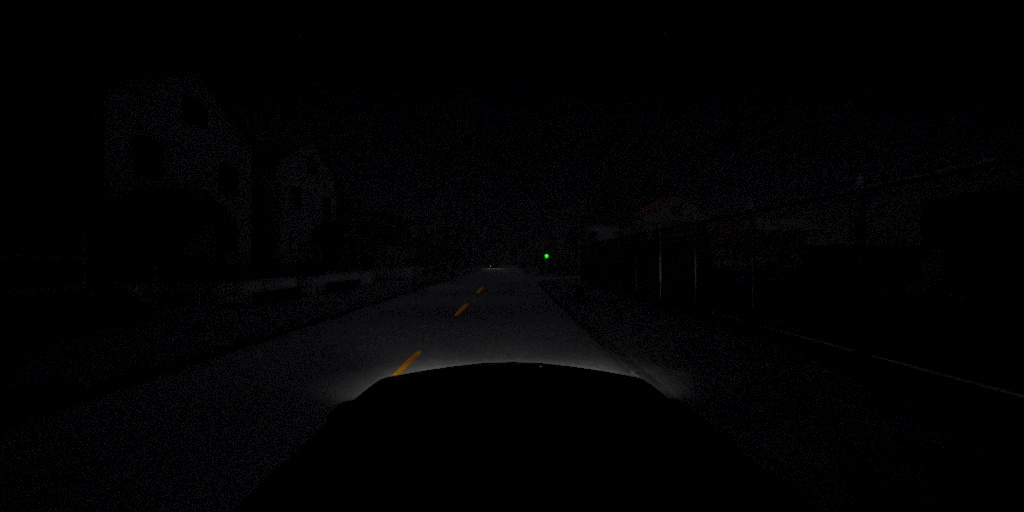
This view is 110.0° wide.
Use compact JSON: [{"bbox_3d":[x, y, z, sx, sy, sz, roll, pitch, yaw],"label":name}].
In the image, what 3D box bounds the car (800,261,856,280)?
[{"bbox_3d":[36.417,1.643,41.144,4.674,1.442,1.812,0,-1,0],"label":"car"}]
